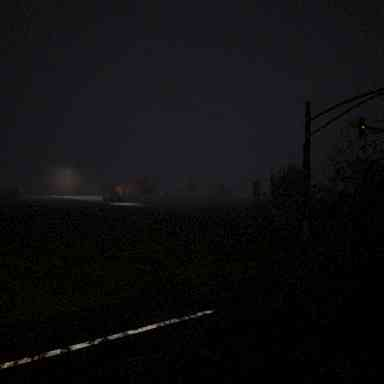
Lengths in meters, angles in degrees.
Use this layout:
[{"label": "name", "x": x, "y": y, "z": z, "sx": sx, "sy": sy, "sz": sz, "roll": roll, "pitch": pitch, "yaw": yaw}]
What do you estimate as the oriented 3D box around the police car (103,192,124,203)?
[{"label": "police car", "x": -11.733, "y": 0.821, "z": 49.841, "sx": 2.038, "sy": 1.542, "sz": 4.974, "roll": 1, "pitch": 0, "yaw": -32}]
